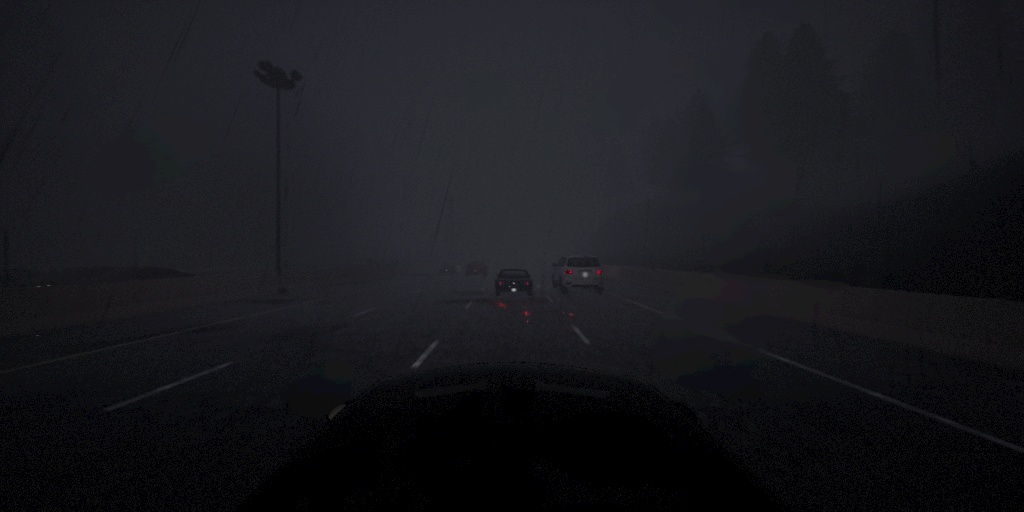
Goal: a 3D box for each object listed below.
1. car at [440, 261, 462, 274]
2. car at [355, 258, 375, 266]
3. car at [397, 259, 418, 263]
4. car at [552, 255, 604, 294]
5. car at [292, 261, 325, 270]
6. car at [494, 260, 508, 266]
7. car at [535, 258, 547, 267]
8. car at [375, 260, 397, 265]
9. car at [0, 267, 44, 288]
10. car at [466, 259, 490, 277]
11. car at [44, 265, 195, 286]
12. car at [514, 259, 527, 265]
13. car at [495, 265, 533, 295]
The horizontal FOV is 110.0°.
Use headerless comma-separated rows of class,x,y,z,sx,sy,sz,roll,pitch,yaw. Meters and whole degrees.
car,-6.885,1.274,40.173,1.812,1.442,4.674,0,0,0
car,-23.765,1.111,58.566,2.097,1.767,4.553,0,0,5
car,-16.690,1.280,59.152,1.812,1.442,4.674,0,0,6
car,3.594,0.971,20.280,2.150,2.045,5.566,0,0,0
car,-27.856,1.349,49.166,1.895,1.301,4.718,0,0,3
car,-1.934,1.348,65.405,1.895,1.301,4.718,0,0,8
car,5.305,1.099,65.166,2.097,1.767,4.553,0,0,8
car,-20.157,1.311,59.702,2.033,1.411,5.357,0,0,6
car,-21.093,1.255,17.794,1.837,1.490,4.892,0,0,0
car,-3.404,1.226,35.889,1.882,1.535,5.008,0,0,0
car,-17.595,1.227,16.787,1.882,1.535,5.008,0,0,0
car,1.492,1.294,65.366,2.033,1.411,5.357,0,0,9
car,0.091,1.350,19.583,1.895,1.301,4.718,0,0,0
